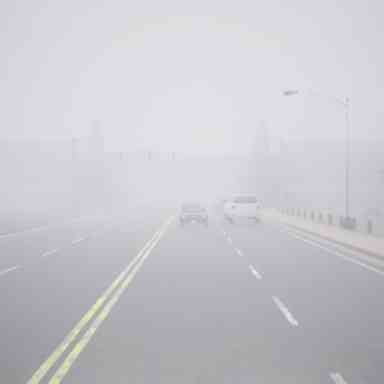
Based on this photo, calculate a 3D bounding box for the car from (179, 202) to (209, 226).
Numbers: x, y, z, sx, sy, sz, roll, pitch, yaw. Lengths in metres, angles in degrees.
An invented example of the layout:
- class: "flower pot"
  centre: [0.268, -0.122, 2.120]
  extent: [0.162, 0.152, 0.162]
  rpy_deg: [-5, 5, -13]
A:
- class: "car"
  centre: [0.105, 1.576, 22.960]
  extent: [1.895, 1.301, 4.718]
  rpy_deg: [0, 0, 0]

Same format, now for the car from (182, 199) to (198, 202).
- class: "car"
  centre: [-0.276, 1.439, 35.687]
  extent: [1.882, 1.535, 5.008]
  rpy_deg: [0, 0, -5]

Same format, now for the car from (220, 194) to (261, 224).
- class: "car"
  centre: [3.605, 1.194, 24.744]
  extent: [2.150, 2.045, 5.566]
  rpy_deg: [0, 0, 0]

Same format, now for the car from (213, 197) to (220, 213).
- class: "car"
  centre: [3.528, 1.311, 37.045]
  extent: [2.097, 1.767, 4.553]
  rpy_deg: [0, 0, -1]
